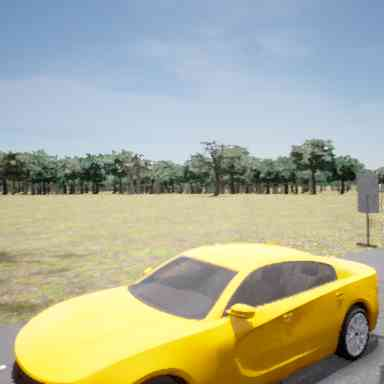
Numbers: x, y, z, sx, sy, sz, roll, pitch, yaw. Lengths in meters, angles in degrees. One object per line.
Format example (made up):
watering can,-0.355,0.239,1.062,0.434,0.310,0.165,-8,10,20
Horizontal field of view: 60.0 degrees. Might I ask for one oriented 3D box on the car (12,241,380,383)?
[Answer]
car,0.487,1.472,4.341,5.008,1.535,1.882,0,0,-36
